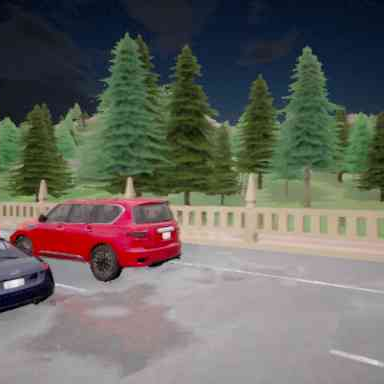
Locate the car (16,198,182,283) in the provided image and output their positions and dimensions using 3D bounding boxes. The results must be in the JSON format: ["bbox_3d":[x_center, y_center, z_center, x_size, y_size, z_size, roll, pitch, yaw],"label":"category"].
[{"bbox_3d":[-2.939,1.195,9.800,5.566,2.045,2.150,0,0,31],"label":"car"}]

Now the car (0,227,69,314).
[{"bbox_3d":[-4.775,1.552,6.778,4.181,1.385,1.994,0,0,31],"label":"car"}]
